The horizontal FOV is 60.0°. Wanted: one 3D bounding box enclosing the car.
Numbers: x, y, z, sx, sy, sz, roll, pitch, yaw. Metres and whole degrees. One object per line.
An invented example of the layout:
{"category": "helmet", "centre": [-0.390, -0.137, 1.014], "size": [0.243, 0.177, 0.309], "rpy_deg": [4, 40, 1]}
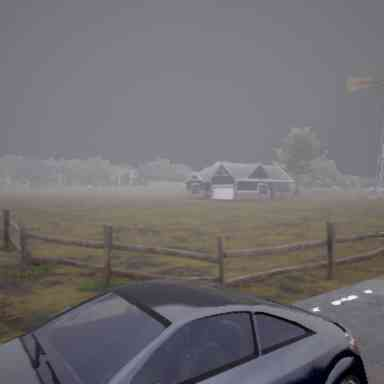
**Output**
{"category": "car", "centre": [-0.369, 1.564, 2.807], "size": [4.181, 1.385, 1.994], "rpy_deg": [0, 0, -36]}
